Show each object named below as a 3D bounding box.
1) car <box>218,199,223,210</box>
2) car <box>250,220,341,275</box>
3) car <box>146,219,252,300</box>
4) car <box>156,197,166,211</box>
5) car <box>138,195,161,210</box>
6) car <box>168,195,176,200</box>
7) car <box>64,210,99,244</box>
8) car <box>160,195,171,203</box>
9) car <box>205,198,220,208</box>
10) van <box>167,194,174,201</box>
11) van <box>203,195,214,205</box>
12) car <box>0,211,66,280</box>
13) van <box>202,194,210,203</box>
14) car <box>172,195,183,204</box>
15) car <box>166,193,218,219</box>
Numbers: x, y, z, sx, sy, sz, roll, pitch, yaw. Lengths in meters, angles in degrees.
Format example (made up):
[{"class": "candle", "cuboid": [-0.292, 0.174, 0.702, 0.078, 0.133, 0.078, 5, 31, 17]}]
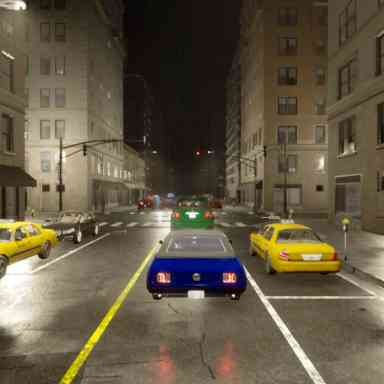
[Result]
[{"class": "car", "cuboid": [2.902, 1.557, 42.405, 1.887, 1.381, 4.507, 0, 0, 0]}, {"class": "car", "cuboid": [2.867, 1.526, 10.276, 1.752, 1.417, 4.829, 0, 0, 0]}, {"class": "car", "cuboid": [0.092, 1.601, 8.338, 1.895, 1.301, 4.718, 0, 0, 0]}, {"class": "car", "cuboid": [-3.055, 1.612, 41.602, 1.895, 1.301, 4.718, 0, 0, 0]}, {"class": "car", "cuboid": [-5.624, 1.327, 42.415, 2.192, 1.841, 5.009, 0, 0, 0]}, {"class": "car", "cuboid": [-5.570, 1.589, 91.927, 2.008, 1.369, 4.403, 0, 0, 0]}, {"class": "car", "cuboid": [-5.652, 1.552, 15.641, 2.008, 1.369, 4.403, 0, 0, 0]}, {"class": "car", "cuboid": [-5.594, 1.466, 69.922, 1.967, 1.590, 4.097, 0, 0, 0]}, {"class": "car", "cuboid": [2.908, 1.581, 47.907, 1.947, 1.339, 4.313, 0, 0, 0]}, {"class": "van", "cuboid": [-5.576, 1.376, 86.427, 1.690, 1.788, 3.998, 0, 0, 0]}, {"class": "van", "cuboid": [2.920, 1.362, 58.910, 1.690, 1.788, 3.998, 0, 0, 0]}, {"class": "car", "cuboid": [-5.658, 1.526, 9.946, 1.752, 1.417, 4.829, 0, 0, 0]}, {"class": "van", "cuboid": [2.932, 1.367, 69.913, 1.690, 1.788, 3.998, 0, 0, 0]}, {"class": "car", "cuboid": [-2.944, 1.503, 67.553, 1.882, 1.535, 5.008, 0, 0, 0]}, {"class": "car", "cuboid": [0.020, 1.223, 18.104, 2.150, 2.045, 5.566, 0, 0, 0]}]
